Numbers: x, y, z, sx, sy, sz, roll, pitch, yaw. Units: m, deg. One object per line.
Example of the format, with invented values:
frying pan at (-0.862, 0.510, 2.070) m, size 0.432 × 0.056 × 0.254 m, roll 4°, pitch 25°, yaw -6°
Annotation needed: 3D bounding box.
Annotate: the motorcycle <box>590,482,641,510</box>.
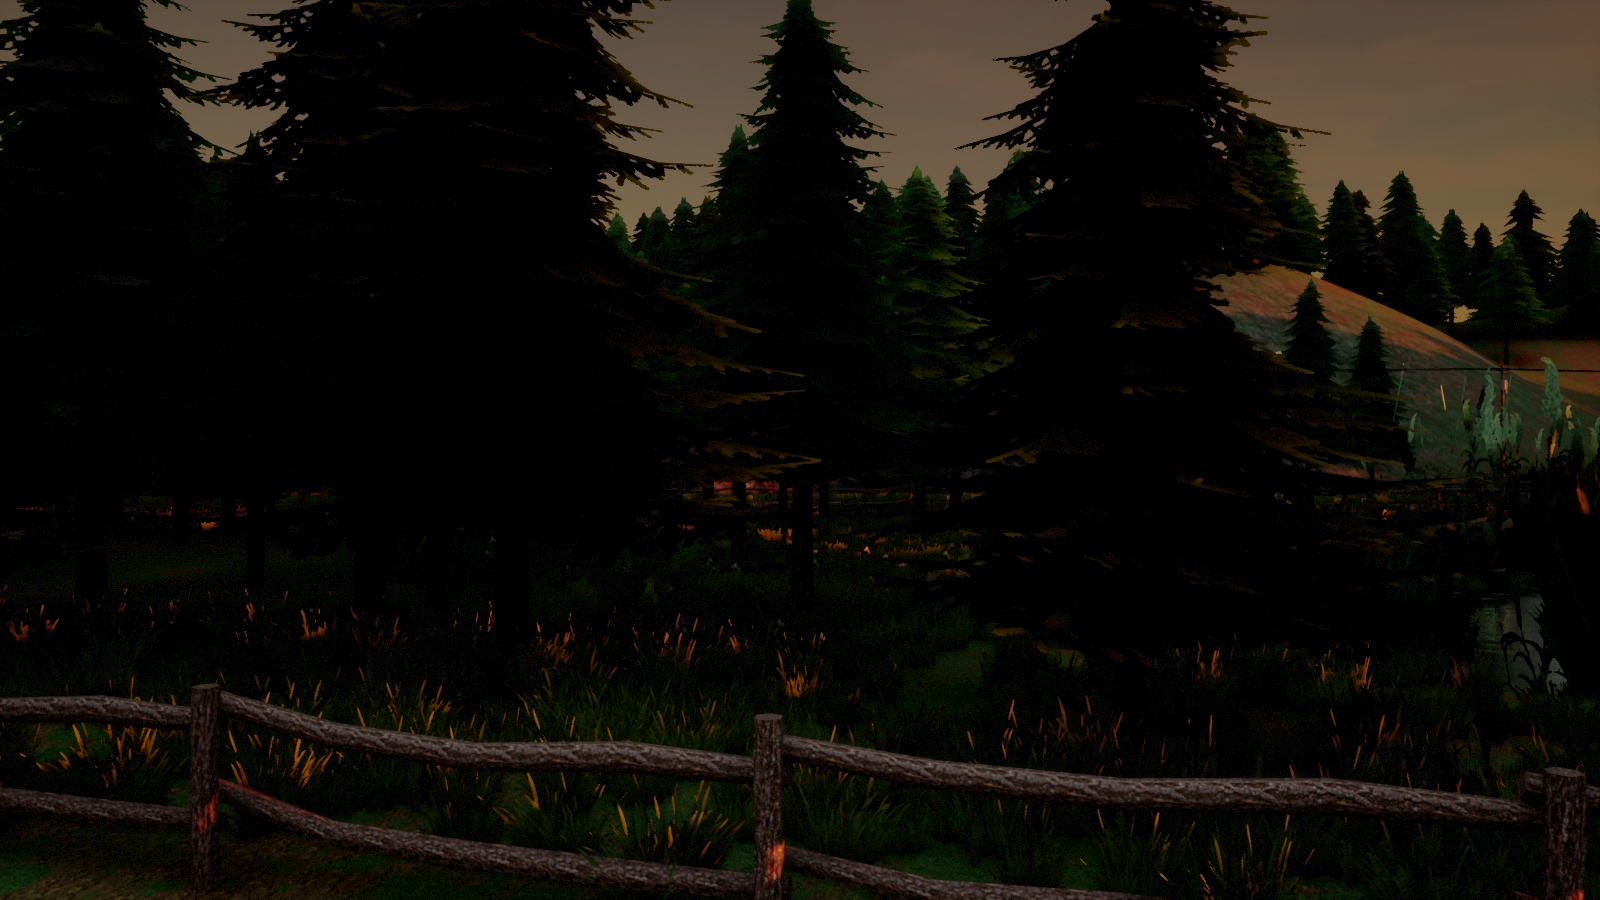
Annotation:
motorcycle at (-8.721, 2.178, 54.117) m, size 2.209 × 1.251 × 0.867 m, roll 0°, pitch 0°, yaw 14°
